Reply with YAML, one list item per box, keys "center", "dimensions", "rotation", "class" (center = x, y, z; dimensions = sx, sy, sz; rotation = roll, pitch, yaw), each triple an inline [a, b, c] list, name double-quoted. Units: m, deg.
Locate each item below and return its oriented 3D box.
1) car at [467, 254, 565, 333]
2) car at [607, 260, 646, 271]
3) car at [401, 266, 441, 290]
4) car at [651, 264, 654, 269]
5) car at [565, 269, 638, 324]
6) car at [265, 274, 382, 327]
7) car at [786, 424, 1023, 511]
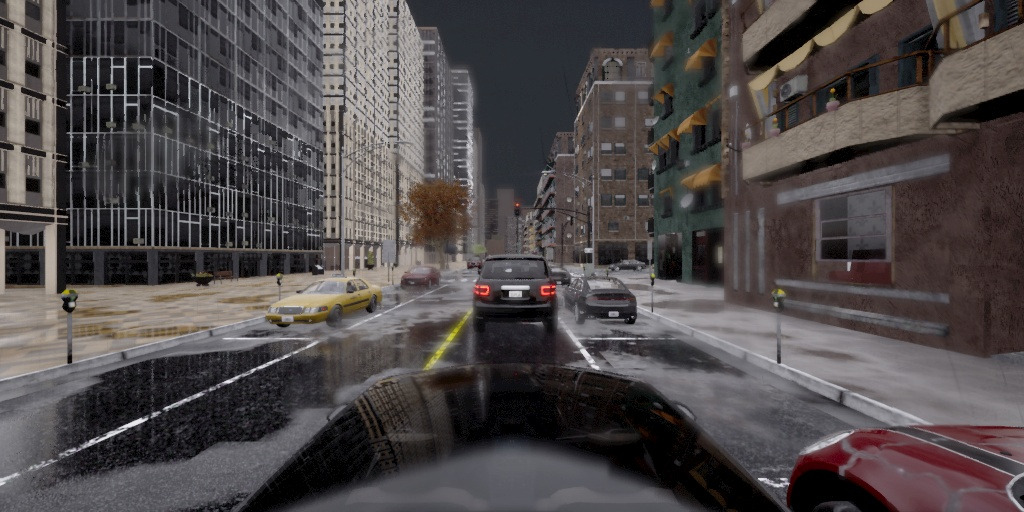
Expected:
- center: [0.093, 0.972, 10.942]
  dimensions: [2.150, 2.045, 5.566]
  rotation: [0, 0, 0]
  class: "car"
- center: [13.447, 1.109, 42.143]
  dimensions: [4.403, 1.370, 2.007]
  rotation: [0, 0, -1]
  class: "car"
- center: [-5.685, 1.299, 22.733]
  dimensions: [1.888, 1.381, 4.507]
  rotation: [0, 0, 0]
  class: "car"
- center: [18.844, 1.006, 42.196]
  dimensions: [4.829, 1.417, 1.751]
  rotation: [0, 0, -1]
  class: "car"
- center: [2.692, 1.301, 11.664]
  dimensions: [2.007, 1.370, 4.403]
  rotation: [0, 0, 0]
  class: "car"
- center: [-5.689, 1.276, 11.498]
  dimensions: [1.751, 1.417, 4.829]
  rotation: [0, 0, 0]
  class: "car"
- center: [2.688, 1.190, 0.600]
  dimensions: [1.967, 1.591, 4.097]
  rotation: [0, 0, 0]
  class: "car"
